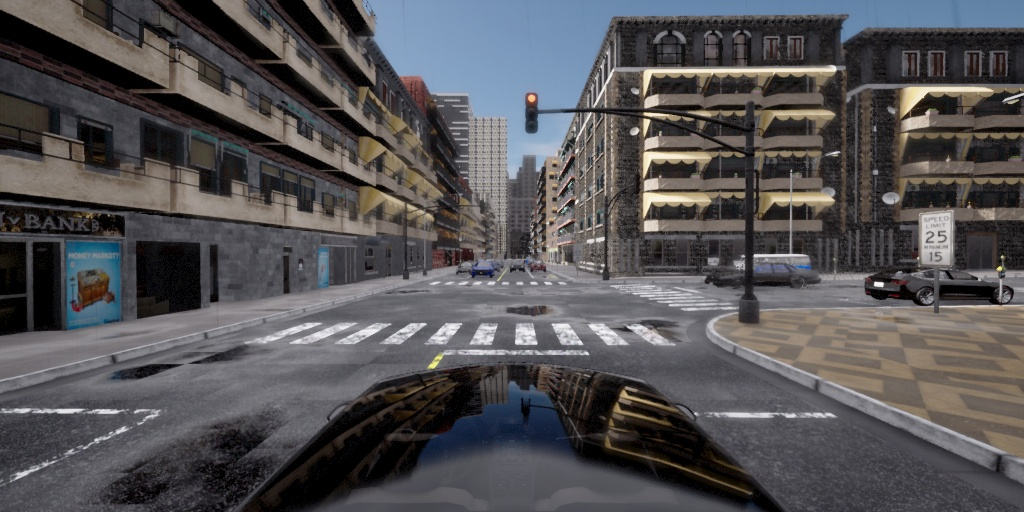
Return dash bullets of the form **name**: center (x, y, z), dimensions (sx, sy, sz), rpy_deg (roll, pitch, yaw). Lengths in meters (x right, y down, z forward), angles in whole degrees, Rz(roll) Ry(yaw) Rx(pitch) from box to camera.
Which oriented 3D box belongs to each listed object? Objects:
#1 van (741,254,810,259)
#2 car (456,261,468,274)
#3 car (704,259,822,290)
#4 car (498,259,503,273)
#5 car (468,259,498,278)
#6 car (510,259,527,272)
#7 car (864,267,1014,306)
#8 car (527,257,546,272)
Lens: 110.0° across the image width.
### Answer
- **van**: center (15.919, 0.782, 21.920), dimensions (3.998, 1.789, 1.690), rpy_deg (0, 0, 0)
- **car**: center (-5.187, 1.305, 40.085), dimensions (2.007, 1.370, 4.403), rpy_deg (0, 0, 1)
- **car**: center (13.423, 1.050, 19.339), dimensions (5.357, 1.411, 2.033), rpy_deg (-1, 1, 1)
- **car**: center (-2.530, 1.322, 44.544), dimensions (1.994, 1.385, 4.181), rpy_deg (0, 0, 1)
- **car**: center (-2.676, 1.230, 34.113), dimensions (1.882, 1.535, 5.008), rpy_deg (0, 0, 1)
- **car**: center (0.688, 1.359, 46.204), dimensions (1.895, 1.301, 4.718), rpy_deg (0, 0, 1)
- **car**: center (15.926, 1.077, 13.539), dimensions (4.313, 1.339, 1.948), rpy_deg (0, 0, 0)
- **car**: center (3.265, 1.198, 45.496), dimensions (1.967, 1.591, 4.097), rpy_deg (0, 0, 1)
